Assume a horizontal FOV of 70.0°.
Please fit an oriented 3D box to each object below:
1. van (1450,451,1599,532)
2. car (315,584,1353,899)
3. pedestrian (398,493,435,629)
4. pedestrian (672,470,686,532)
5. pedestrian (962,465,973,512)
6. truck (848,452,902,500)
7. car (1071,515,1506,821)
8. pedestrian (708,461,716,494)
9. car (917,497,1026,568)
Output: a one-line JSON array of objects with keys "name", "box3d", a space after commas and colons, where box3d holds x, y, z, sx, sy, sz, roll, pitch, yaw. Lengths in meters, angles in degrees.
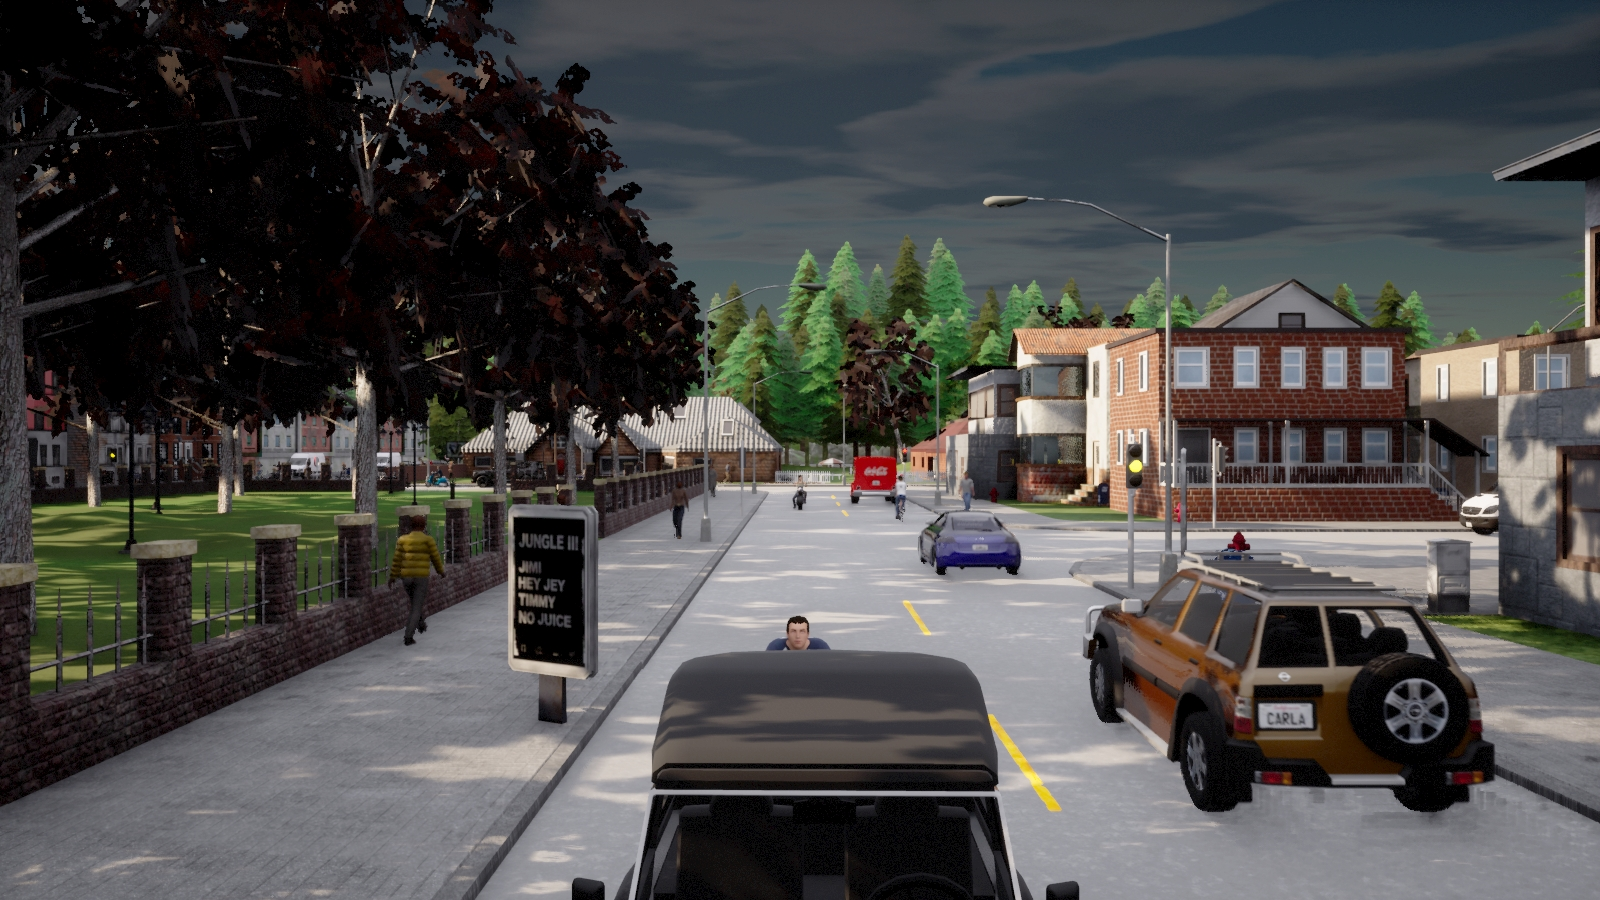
[{"name": "van", "box3d": [24.712, 1.329, 37.232, 5.915, 2.561, 1.988, 0, 0, 0]}, {"name": "car", "box3d": [0.090, 1.640, 4.031, 1.905, 1.878, 3.866, 0, 0, 1]}, {"name": "pedestrian", "box3d": [-5.348, 1.532, 15.935, 0.375, 1.860, 0.375, 0, 0, 1]}, {"name": "pedestrian", "box3d": [-3.632, 1.539, 34.407, 0.375, 1.860, 0.375, 0, 0, 0]}, {"name": "pedestrian", "box3d": [6.723, 1.534, 45.786, 0.375, 1.860, 0.375, 0, 0, 15]}, {"name": "truck", "box3d": [3.969, 1.372, 61.570, 2.627, 2.467, 5.204, 0, 0, 1]}, {"name": "car", "box3d": [3.944, 1.649, 10.245, 1.932, 1.855, 4.605, 0, 0, 0]}, {"name": "pedestrian", "box3d": [-5.002, 1.551, 65.207, 0.375, 1.860, 0.375, 0, 0, 10]}, {"name": "car", "box3d": [4.000, 1.910, 27.332, 1.994, 1.385, 4.181, 0, 0, 0]}]
